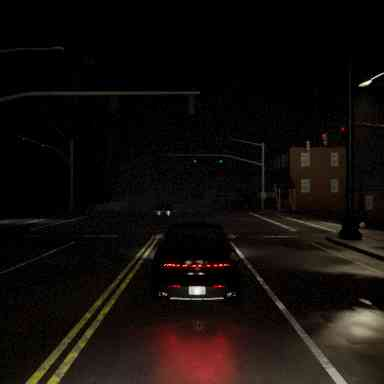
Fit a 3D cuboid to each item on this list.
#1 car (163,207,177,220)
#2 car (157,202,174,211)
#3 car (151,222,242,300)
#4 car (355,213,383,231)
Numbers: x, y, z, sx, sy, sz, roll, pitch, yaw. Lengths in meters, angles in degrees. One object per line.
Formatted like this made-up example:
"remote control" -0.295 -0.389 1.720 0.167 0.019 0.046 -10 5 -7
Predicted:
"car" -3.674 3.615 55.725 2.033 1.411 5.357 0 -12 0
"car" -3.662 2.056 45.623 2.033 1.411 5.357 0 -4 0
"car" 0.088 1.505 8.352 1.837 1.490 4.892 0 0 0
"car" 15.813 2.564 28.814 4.892 1.490 1.837 9 0 0
